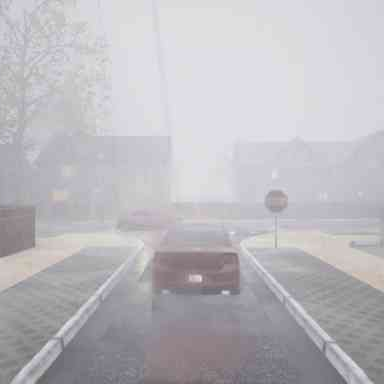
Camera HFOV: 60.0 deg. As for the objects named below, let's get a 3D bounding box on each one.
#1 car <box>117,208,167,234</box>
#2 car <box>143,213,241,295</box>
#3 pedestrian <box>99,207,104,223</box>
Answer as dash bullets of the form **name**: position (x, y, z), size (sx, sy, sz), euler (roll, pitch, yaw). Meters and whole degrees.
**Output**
- **car**: position (-2.151, 1.613, 19.003), size (4.181, 1.385, 1.994), euler (0, -1, 1)
- **car**: position (0.164, 1.484, 8.780), size (1.882, 1.535, 5.008), euler (0, 0, 2)
- **pedestrian**: position (-6.744, 1.374, 24.931), size (0.375, 1.860, 0.375), euler (0, -1, 1)
